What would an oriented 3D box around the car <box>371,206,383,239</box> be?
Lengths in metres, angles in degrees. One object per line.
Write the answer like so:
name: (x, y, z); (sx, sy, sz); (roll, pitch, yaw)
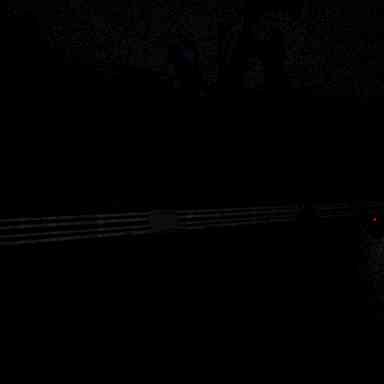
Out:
car: (10.304, 1.248, 15.406); (4.553, 1.767, 2.097); (0, 0, -35)
